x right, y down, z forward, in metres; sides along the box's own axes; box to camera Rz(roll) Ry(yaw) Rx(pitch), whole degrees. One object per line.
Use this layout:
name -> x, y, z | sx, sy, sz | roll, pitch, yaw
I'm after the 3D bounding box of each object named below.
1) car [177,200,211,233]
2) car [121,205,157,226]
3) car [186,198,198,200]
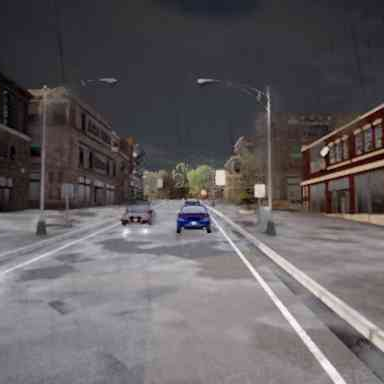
car -> 0.095, 1.488, 19.967 | 1.882, 1.535, 5.008 | 0, 0, 0
car -> -3.596, 1.576, 23.132 | 1.994, 1.385, 4.181 | 0, 0, 0
car -> -0.006, 1.497, 41.144 | 1.882, 1.535, 5.008 | 0, 0, -1
